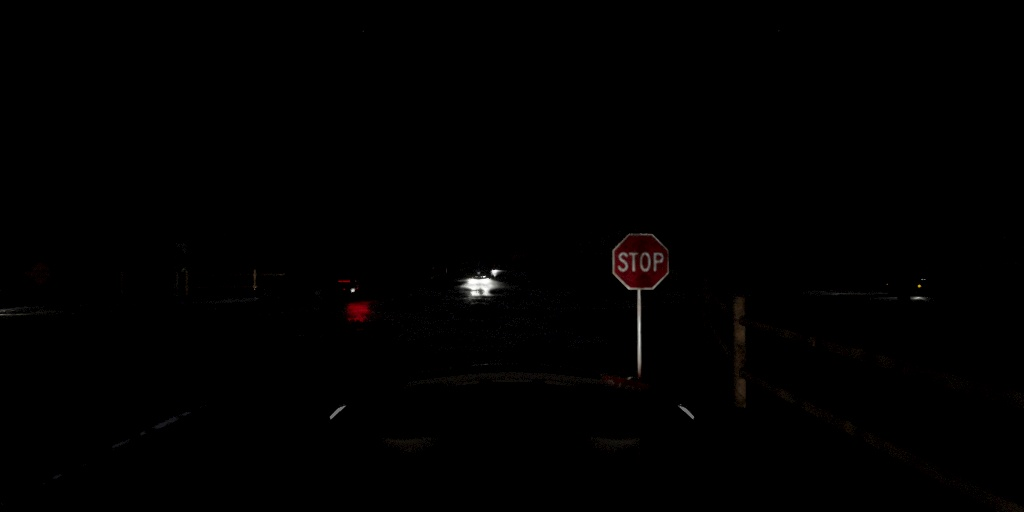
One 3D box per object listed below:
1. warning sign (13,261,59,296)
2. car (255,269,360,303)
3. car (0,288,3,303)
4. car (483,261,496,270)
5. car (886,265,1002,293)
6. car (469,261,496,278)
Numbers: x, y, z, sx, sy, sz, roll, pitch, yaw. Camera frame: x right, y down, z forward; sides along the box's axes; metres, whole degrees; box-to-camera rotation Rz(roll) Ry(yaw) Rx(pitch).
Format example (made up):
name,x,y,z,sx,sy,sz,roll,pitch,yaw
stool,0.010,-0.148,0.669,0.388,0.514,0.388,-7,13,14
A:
name,x,y,z,sx,sy,sz,roll,pitch,yaw
warning sign,-25.830,1.224,19.556,1.060,1.860,1.300,0,0,-1
car,-9.722,1.372,17.073,4.892,1.490,1.837,-1,-3,12
car,-23.675,1.448,14.295,5.008,1.535,1.882,-1,-1,-1
car,-3.289,1.381,53.454,1.895,1.301,4.718,0,0,-2
car,21.350,1.113,17.811,4.181,1.385,1.994,-1,-1,-1
car,-2.938,1.253,33.948,2.128,1.511,4.902,0,0,0
